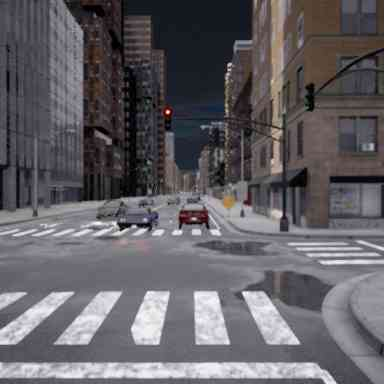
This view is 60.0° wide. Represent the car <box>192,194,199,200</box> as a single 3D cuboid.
[{"bbox_3d":[1.065,1.422,92.225,1.882,1.535,5.008,0,0,0],"label":"car"}]

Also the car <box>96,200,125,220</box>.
[{"bbox_3d":[-6.571,1.475,27.790,1.837,1.490,4.892,0,0,0],"label":"car"}]

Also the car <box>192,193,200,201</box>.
[{"bbox_3d":[1.060,1.169,86.254,2.150,2.045,5.566,0,0,0],"label":"car"}]

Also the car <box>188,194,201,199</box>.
[{"bbox_3d":[0.102,1.456,55.389,1.837,1.490,4.892,0,0,1],"label":"car"}]

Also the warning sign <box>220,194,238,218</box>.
[{"bbox_3d":[2.880,1.088,26.218,1.300,1.860,1.060,0,0,0],"label":"warning sign"}]

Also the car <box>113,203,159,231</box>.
[{"bbox_3d":[-3.141,1.574,20.275,1.895,1.301,4.718,0,0,0],"label":"car"}]

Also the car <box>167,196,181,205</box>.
[{"bbox_3d":[-3.144,1.498,56.334,2.033,1.411,5.357,0,0,1],"label":"car"}]

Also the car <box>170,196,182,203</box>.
[{"bbox_3d":[-3.184,1.494,66.627,2.033,1.411,5.357,0,0,0],"label":"car"}]

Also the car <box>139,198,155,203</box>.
[{"bbox_3d":[-6.535,1.519,48.230,1.994,1.385,4.181,0,0,0],"label":"car"}]

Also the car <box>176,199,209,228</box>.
[{"bbox_3d":[0.120,1.455,22.256,1.882,1.535,5.008,0,0,0],"label":"car"}]
